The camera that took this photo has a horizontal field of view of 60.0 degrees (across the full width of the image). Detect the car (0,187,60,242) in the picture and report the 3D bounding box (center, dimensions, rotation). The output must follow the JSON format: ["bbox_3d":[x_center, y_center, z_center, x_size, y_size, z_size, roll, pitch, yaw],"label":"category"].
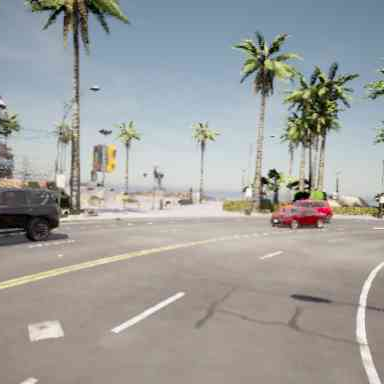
[{"bbox_3d":[-7.476,0.821,11.987,2.150,2.045,5.566,3,0,29],"label":"car"}]

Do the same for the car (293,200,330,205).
[{"bbox_3d":[10.594,1.759,30.916,5.566,2.045,2.150,3,0,-29],"label":"car"}]

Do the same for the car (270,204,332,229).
[{"bbox_3d":[7.959,1.881,24.938,5.008,1.535,1.882,3,0,-36],"label":"car"}]
